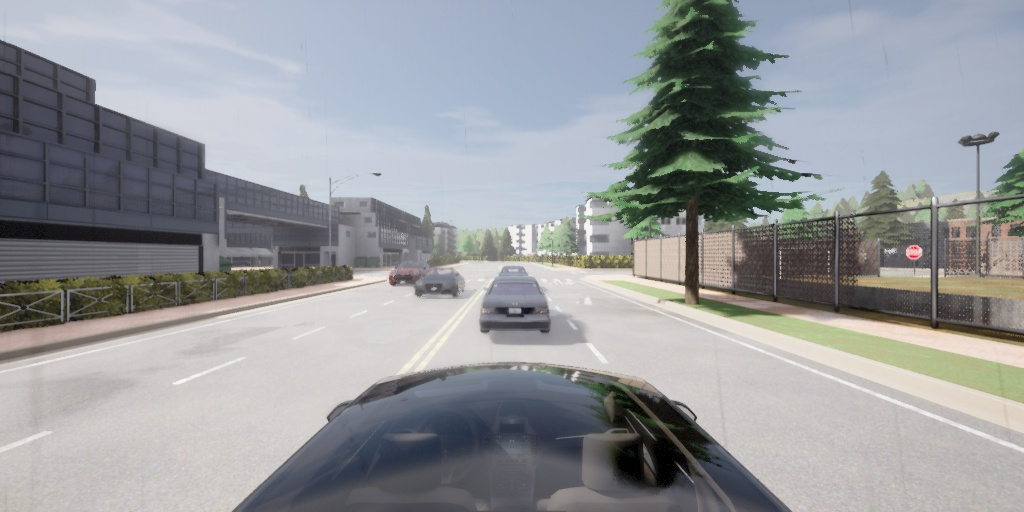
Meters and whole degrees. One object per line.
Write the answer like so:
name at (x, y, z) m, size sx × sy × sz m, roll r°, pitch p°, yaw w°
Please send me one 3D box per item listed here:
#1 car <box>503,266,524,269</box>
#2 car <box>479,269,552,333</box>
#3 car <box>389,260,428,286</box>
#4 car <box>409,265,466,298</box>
car at (0.082, 1.294, 21.714) m, size 2.033 × 1.411 × 5.357 m, roll 0°, pitch 0°, yaw 0°
car at (0.085, 1.296, 10.673) m, size 2.033 × 1.411 × 5.357 m, roll 0°, pitch 0°, yaw 0°
car at (-7.020, 1.098, 25.259) m, size 2.097 × 1.767 × 4.553 m, roll 0°, pitch 0°, yaw 0°
car at (-3.576, 1.311, 18.430) m, size 1.994 × 1.385 × 4.181 m, roll 0°, pitch 0°, yaw 0°
